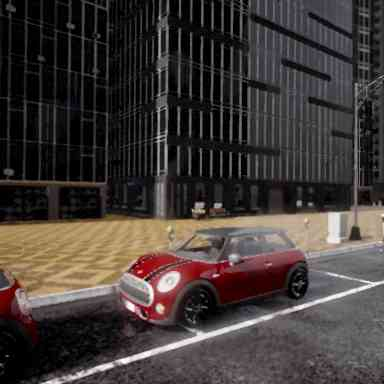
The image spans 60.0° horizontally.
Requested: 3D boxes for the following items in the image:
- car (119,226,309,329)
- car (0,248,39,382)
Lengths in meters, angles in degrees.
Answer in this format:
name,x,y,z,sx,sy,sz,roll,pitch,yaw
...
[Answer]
name,x,y,z,sx,sy,sz,roll,pitch,yaw
car,0.560,1.486,6.963,4.097,1.590,1.967,1,0,-36
car,-4.050,1.427,3.668,4.097,1.590,1.967,1,0,-36
